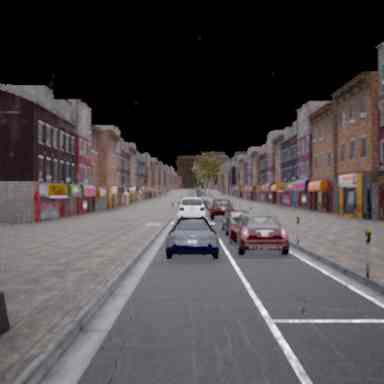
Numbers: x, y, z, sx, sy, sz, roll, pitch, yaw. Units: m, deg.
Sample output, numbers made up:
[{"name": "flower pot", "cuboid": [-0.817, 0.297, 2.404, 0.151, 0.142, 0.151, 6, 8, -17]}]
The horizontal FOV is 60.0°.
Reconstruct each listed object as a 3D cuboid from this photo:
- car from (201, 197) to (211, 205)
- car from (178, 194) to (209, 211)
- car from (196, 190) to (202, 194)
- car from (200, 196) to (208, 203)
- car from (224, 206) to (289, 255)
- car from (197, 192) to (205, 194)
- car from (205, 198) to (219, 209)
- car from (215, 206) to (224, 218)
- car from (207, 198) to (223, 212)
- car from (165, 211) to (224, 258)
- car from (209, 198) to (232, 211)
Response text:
[{"name": "car", "cuboid": [2.658, 1.704, 63.983, 1.887, 1.381, 4.507, 1, 0, 0]}, {"name": "car", "cuboid": [0.015, 1.442, 27.570, 2.150, 2.045, 5.566, 0, 0, 0]}, {"name": "car", "cuboid": [2.675, 1.124, 91.777, 2.192, 1.841, 5.009, 1, 1, 0]}, {"name": "car", "cuboid": [2.662, 1.637, 75.103, 1.802, 1.307, 4.206, 1, 1, 0]}, {"name": "car", "cuboid": [2.637, 1.570, 13.965, 1.967, 1.590, 4.097, 0, 0, 0]}, {"name": "car", "cuboid": [2.665, 1.508, 80.832, 1.752, 1.417, 4.829, 1, 1, 0]}, {"name": "car", "cuboid": [3.023, 1.701, 51.935, 1.882, 1.535, 5.008, 0, 0, 0]}, {"name": "car", "cuboid": [2.640, 1.723, 19.521, 2.008, 1.369, 4.403, 0, 0, 0]}, {"name": "car", "cuboid": [3.032, 1.698, 45.126, 1.801, 1.575, 5.366, 0, 0, 0]}, {"name": "car", "cuboid": [0.026, 1.689, 13.382, 1.994, 1.385, 4.181, 0, 0, 0]}, {"name": "car", "cuboid": [2.645, 1.544, 30.636, 2.192, 1.841, 5.009, 0, 0, 0]}]
